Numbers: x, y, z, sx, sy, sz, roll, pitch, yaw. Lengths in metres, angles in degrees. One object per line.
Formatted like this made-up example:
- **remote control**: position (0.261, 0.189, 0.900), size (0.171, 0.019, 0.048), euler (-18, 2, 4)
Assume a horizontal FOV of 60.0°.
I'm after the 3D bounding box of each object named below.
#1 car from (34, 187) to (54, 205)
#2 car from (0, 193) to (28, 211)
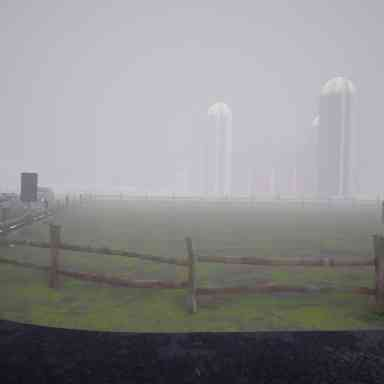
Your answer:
- **car**: position (-18.030, 0.395, 39.599), size (2.150, 2.045, 5.566), euler (2, 1, -9)
- **car**: position (-16.195, 0.826, 29.146), size (2.128, 1.511, 4.902), euler (2, 1, -10)
